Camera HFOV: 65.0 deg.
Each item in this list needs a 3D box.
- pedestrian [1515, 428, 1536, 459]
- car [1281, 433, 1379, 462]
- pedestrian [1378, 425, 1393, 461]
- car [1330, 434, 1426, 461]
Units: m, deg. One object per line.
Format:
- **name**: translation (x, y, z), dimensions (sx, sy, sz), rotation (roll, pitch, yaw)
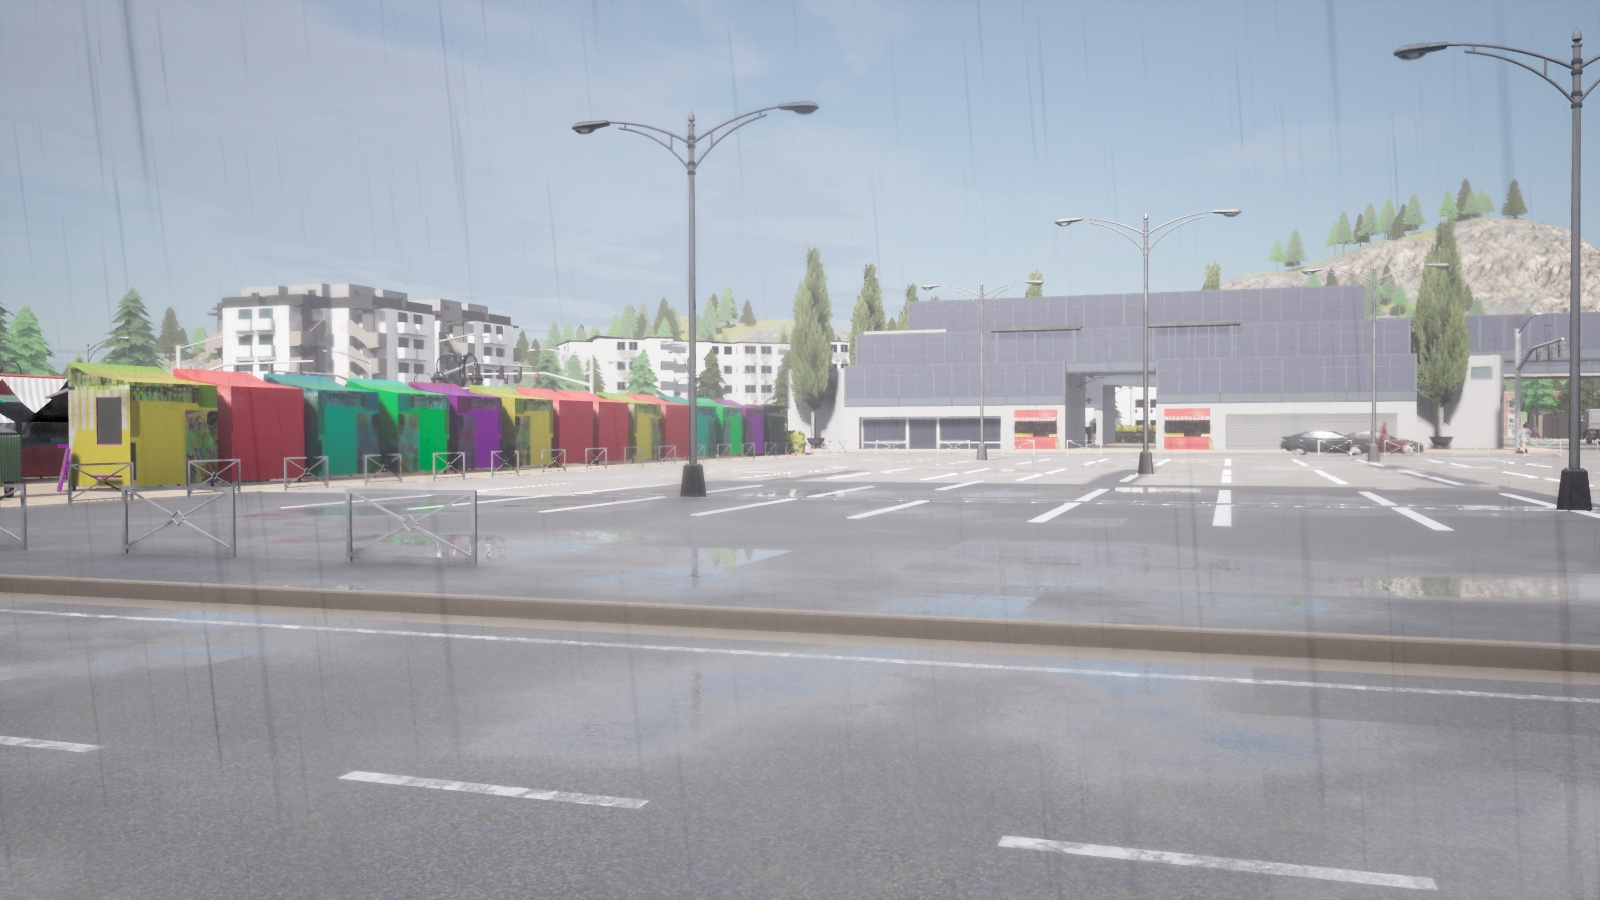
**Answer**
- **pedestrian**: translation (44.280, -0.401, 76.685), dimensions (0.874, 1.855, 0.900), rotation (0, 1, 12)
- **car**: translation (29.236, -0.165, 69.490), dimensions (4.902, 1.511, 2.128), rotation (1, 1, 20)
- **pedestrian**: translation (29.870, -0.374, 64.106), dimensions (0.636, 1.846, 0.331), rotation (1, 1, 19)
- **car**: translation (32.991, -0.145, 71.838), dimensions (4.792, 1.488, 2.163), rotation (1, 1, 20)
